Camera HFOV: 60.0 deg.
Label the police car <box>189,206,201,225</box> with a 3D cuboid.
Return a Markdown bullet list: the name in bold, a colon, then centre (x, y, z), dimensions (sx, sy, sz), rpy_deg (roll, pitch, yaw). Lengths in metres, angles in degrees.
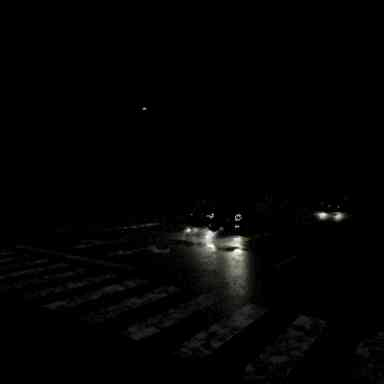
- **police car**: centre (1.668, 1.435, 22.800), dimensions (2.038, 1.542, 4.974), rpy_deg (0, 0, 35)

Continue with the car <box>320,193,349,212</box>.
- **car**: centre (16.465, 1.175, 38.258), dimensions (2.150, 2.045, 5.566), rpy_deg (0, 0, 36)

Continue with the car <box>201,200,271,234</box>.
- **car**: centre (2.792, 1.296, 18.923), dimensions (2.097, 1.767, 4.553), rpy_deg (0, 0, 35)
